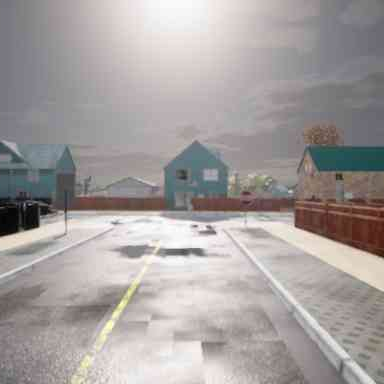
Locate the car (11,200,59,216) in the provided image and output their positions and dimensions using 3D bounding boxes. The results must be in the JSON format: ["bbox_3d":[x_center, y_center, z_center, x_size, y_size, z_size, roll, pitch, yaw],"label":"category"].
[{"bbox_3d":[-14.266,1.411,28.330,5.357,1.411,2.033,0,1,-1],"label":"car"}]
